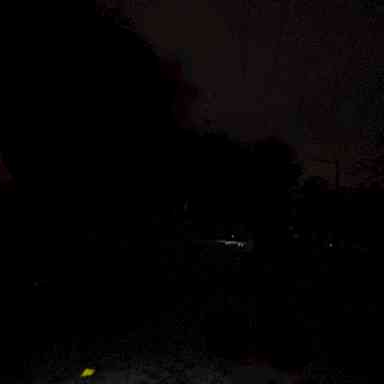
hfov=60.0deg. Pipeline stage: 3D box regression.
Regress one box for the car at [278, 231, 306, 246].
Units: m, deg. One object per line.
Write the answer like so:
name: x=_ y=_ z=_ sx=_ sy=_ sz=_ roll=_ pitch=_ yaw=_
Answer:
car: x=11.743 y=5.436 z=38.804 sx=1.994 sy=1.385 sz=4.181 roll=0 pitch=-8 yaw=32

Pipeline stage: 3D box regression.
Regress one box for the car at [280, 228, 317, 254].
car: x=7.130 y=3.184 z=22.342 sx=1.970 sy=1.475 sz=3.806 roll=2 pitch=-5 yaw=19

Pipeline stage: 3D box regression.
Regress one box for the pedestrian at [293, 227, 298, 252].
pedestrian: x=7.614 y=3.467 z=24.575 sx=0.375 sy=1.860 sz=0.375 roll=6 pitch=-7 yaw=6

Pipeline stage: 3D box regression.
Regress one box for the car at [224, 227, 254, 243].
car: x=4.615 y=4.146 z=32.368 sx=1.994 sy=1.385 sz=4.181 roll=1 pitch=-7 yaw=26

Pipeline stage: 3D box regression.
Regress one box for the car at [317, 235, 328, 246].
car: x=17.247 y=6.828 z=47.186 sx=1.837 sy=1.490 sz=4.892 roll=-1 pitch=-8 yaw=36

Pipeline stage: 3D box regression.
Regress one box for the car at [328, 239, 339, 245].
car: x=27.974 y=10.143 z=66.783 sx=1.895 sy=1.301 sz=4.718 roll=-1 pitch=-9 yaw=36
